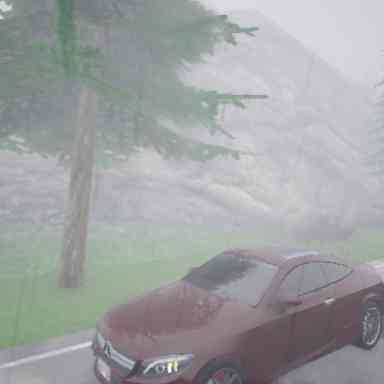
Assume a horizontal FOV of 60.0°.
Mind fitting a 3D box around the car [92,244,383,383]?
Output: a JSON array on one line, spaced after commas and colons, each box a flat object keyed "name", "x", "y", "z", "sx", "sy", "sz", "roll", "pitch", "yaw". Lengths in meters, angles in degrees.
[{"name": "car", "x": 1.001, "y": 1.536, "z": 4.721, "sx": 4.674, "sy": 1.442, "sz": 1.812, "roll": 0, "pitch": 0, "yaw": -36}]
